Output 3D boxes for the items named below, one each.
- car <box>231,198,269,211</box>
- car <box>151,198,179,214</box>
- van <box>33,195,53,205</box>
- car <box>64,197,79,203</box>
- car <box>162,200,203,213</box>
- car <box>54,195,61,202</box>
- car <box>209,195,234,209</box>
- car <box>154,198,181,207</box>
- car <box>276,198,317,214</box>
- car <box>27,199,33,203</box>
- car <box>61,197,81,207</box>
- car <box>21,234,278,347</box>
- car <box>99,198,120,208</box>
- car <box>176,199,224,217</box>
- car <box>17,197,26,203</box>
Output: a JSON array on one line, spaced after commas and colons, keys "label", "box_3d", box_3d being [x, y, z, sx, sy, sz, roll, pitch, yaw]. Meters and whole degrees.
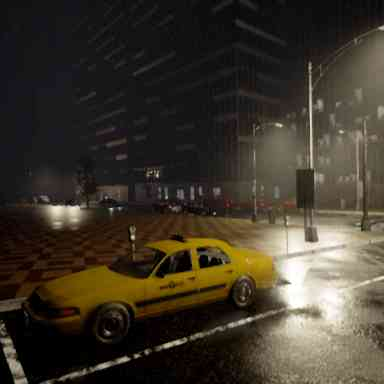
[{"label": "car", "box_3d": [7.152, 1.551, 39.307, 1.802, 1.307, 4.206, -2, 1, -41]}, {"label": "car", "box_3d": [-2.929, 1.641, 38.147, 1.967, 1.590, 4.097, -2, 1, -41]}, {"label": "van", "box_3d": [-32.407, 1.807, 72.323, 1.690, 1.788, 3.998, -2, 1, -41]}, {"label": "car", "box_3d": [-29.755, 1.866, 82.084, 1.947, 1.339, 4.313, -2, 1, -41]}, {"label": "car", "box_3d": [-1.217, 1.689, 40.142, 2.033, 1.411, 5.357, -2, 1, -41]}, {"label": "car", "box_3d": [-33.446, 1.877, 86.362, 1.887, 1.381, 4.507, -2, 1, -41]}, {"label": "car", "box_3d": [3.453, 1.318, 43.579, 2.192, 1.841, 5.009, -2, 1, -41]}, {"label": "car", "box_3d": [-3.921, 1.636, 52.140, 1.947, 1.339, 4.313, -2, 1, -41]}, {"label": "car", "box_3d": [10.840, 1.375, 35.028, 1.967, 1.590, 4.097, -2, 1, -41]}, {"label": "car", "box_3d": [-35.977, 2.022, 76.468, 1.752, 1.417, 4.829, -2, 1, -41]}, {"label": "car", "box_3d": [-21.348, 1.950, 59.510, 1.802, 1.307, 4.206, -2, 1, -41]}, {"label": "car", "box_3d": [-0.465, 1.515, 6.244, 4.829, 1.417, 1.752, 0, -1, -35]}, {"label": "car", "box_3d": [-13.678, 1.801, 54.742, 1.837, 1.490, 4.892, -2, 1, -41]}, {"label": "car", "box_3d": [0.758, 1.733, 33.877, 1.947, 1.339, 4.313, -2, 1, -41]}, {"label": "car", "box_3d": [-43.345, 2.085, 85.012, 1.752, 1.417, 4.829, -2, 1, -41]}]
